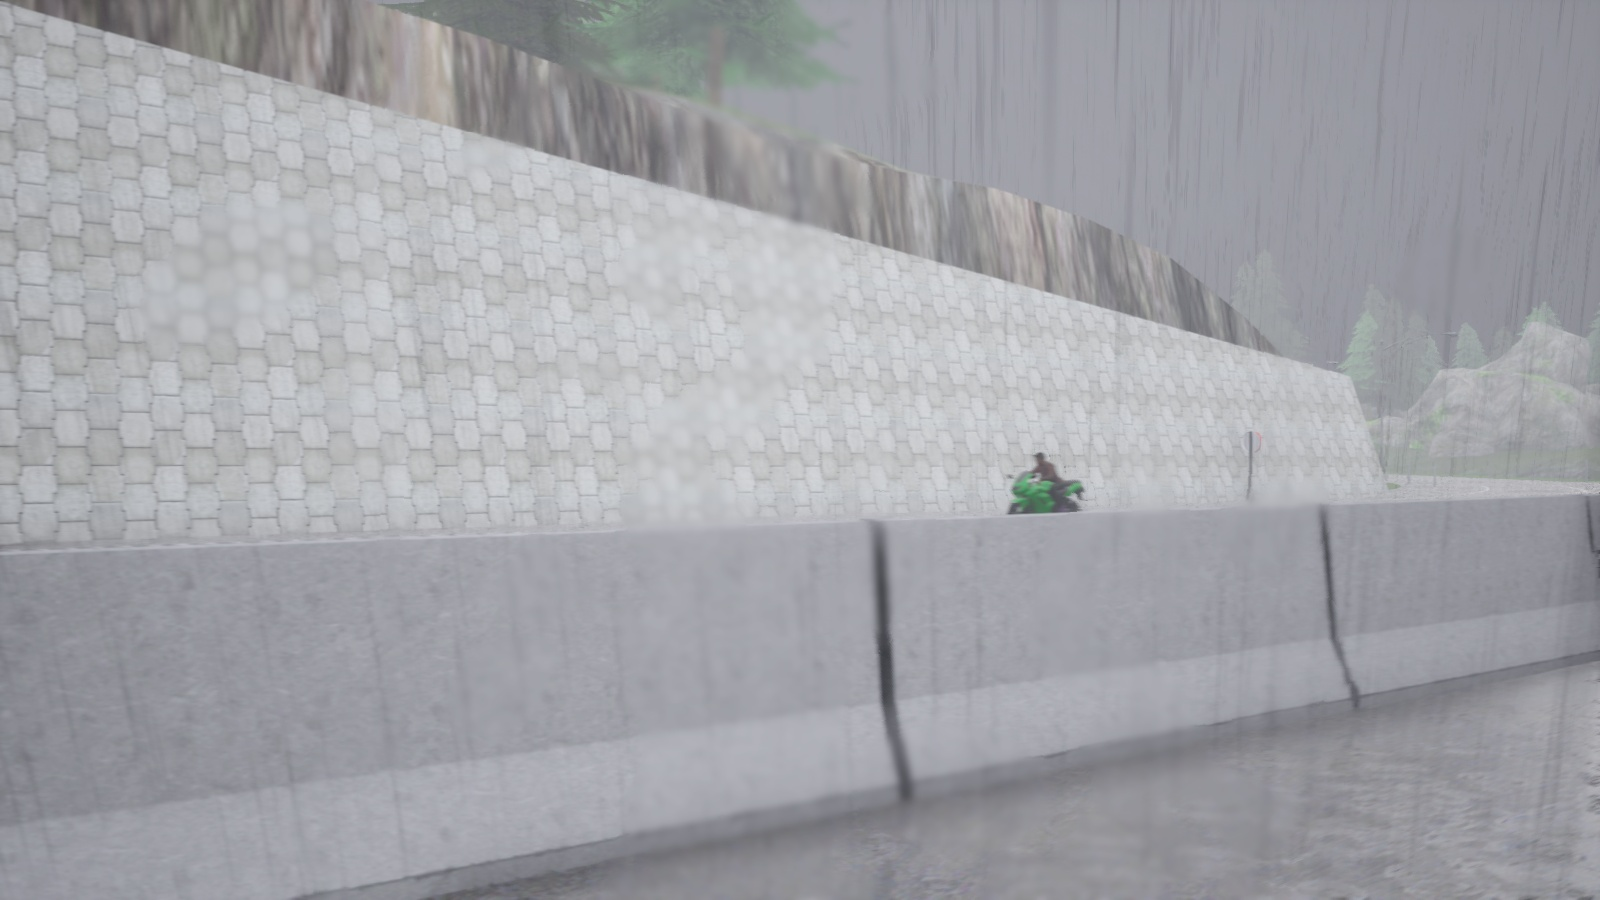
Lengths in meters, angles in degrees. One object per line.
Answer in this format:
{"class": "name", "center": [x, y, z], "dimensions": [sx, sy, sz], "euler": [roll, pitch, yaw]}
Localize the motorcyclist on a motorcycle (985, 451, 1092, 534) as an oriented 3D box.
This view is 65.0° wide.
{"class": "motorcyclist on a motorcycle", "center": [4.543, 0.776, 23.878], "dimensions": [2.044, 1.523, 0.797], "euler": [0, 0, -35]}
